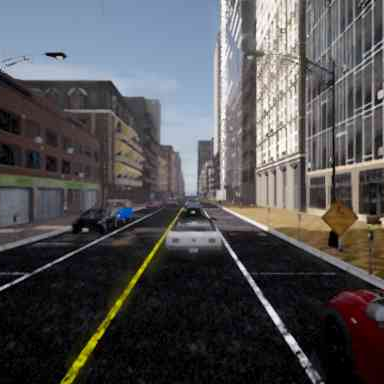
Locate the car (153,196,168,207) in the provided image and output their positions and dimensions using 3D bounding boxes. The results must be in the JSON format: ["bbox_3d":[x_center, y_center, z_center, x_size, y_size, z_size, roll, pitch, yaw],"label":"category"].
[{"bbox_3d":[-5.584,1.572,59.378,2.192,1.841,5.009,0,0,0],"label":"car"}]

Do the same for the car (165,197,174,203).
[{"bbox_3d":[-5.542,1.916,81.970,2.008,1.369,4.403,0,0,0],"label":"car"}]

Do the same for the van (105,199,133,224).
[{"bbox_3d":[-5.646,1.448,25.487,1.690,1.788,3.998,0,0,0],"label":"van"}]

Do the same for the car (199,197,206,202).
[{"bbox_3d":[2.860,1.987,93.252,1.947,1.339,4.313,0,0,0],"label":"car"}]

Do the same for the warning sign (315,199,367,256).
[{"bbox_3d":[5.085,1.163,11.463,1.300,1.860,1.060,0,0,0],"label":"warning sign"}]

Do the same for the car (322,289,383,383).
[{"bbox_3d":[2.692,1.452,2.876,1.967,1.590,4.097,0,0,0],"label":"car"}]

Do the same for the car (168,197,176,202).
[{"bbox_3d":[-5.521,1.988,93.267,1.947,1.339,4.313,0,0,0],"label":"car"}]

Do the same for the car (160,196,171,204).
[{"bbox_3d":[-5.562,1.751,70.675,1.967,1.590,4.097,0,0,0],"label":"car"}]

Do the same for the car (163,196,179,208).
[{"bbox_3d":[-2.985,1.769,52.138,2.033,1.411,5.357,0,0,0],"label":"car"}]

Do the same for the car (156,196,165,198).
[{"bbox_3d":[-5.594,1.812,53.728,1.802,1.307,4.206,0,0,0],"label":"car"}]

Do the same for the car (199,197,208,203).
[{"bbox_3d":[2.838,1.915,81.955,2.008,1.369,4.403,0,0,0],"label":"car"}]

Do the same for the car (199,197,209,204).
[{"bbox_3d":[2.818,1.836,70.828,1.752,1.417,4.829,0,0,0],"label":"car"}]

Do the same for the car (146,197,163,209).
[{"bbox_3d":[-5.605,1.785,48.079,1.802,1.307,4.206,0,0,0],"label":"car"}]

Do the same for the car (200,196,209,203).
[{"bbox_3d":[2.829,1.777,76.306,1.967,1.590,4.097,0,0,0],"label":"car"}]

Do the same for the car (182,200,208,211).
[{"bbox_3d":[0.127,1.689,30.218,1.994,1.385,4.181,0,0,0],"label":"car"}]

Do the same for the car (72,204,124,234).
[{"bbox_3d":[-5.658,1.649,19.837,1.947,1.339,4.313,0,0,0],"label":"car"}]

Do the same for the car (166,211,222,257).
[{"bbox_3d":[0.084,1.656,13.263,1.895,1.301,4.718,0,0,1],"label":"car"}]
